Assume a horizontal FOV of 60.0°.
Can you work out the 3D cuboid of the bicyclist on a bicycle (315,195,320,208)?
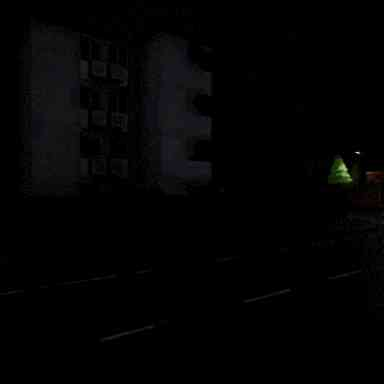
[{"bbox_3d":[15.561,1.242,41.628,1.656,1.620,0.582,0,0,-35],"label":"bicyclist on a bicycle"}]
